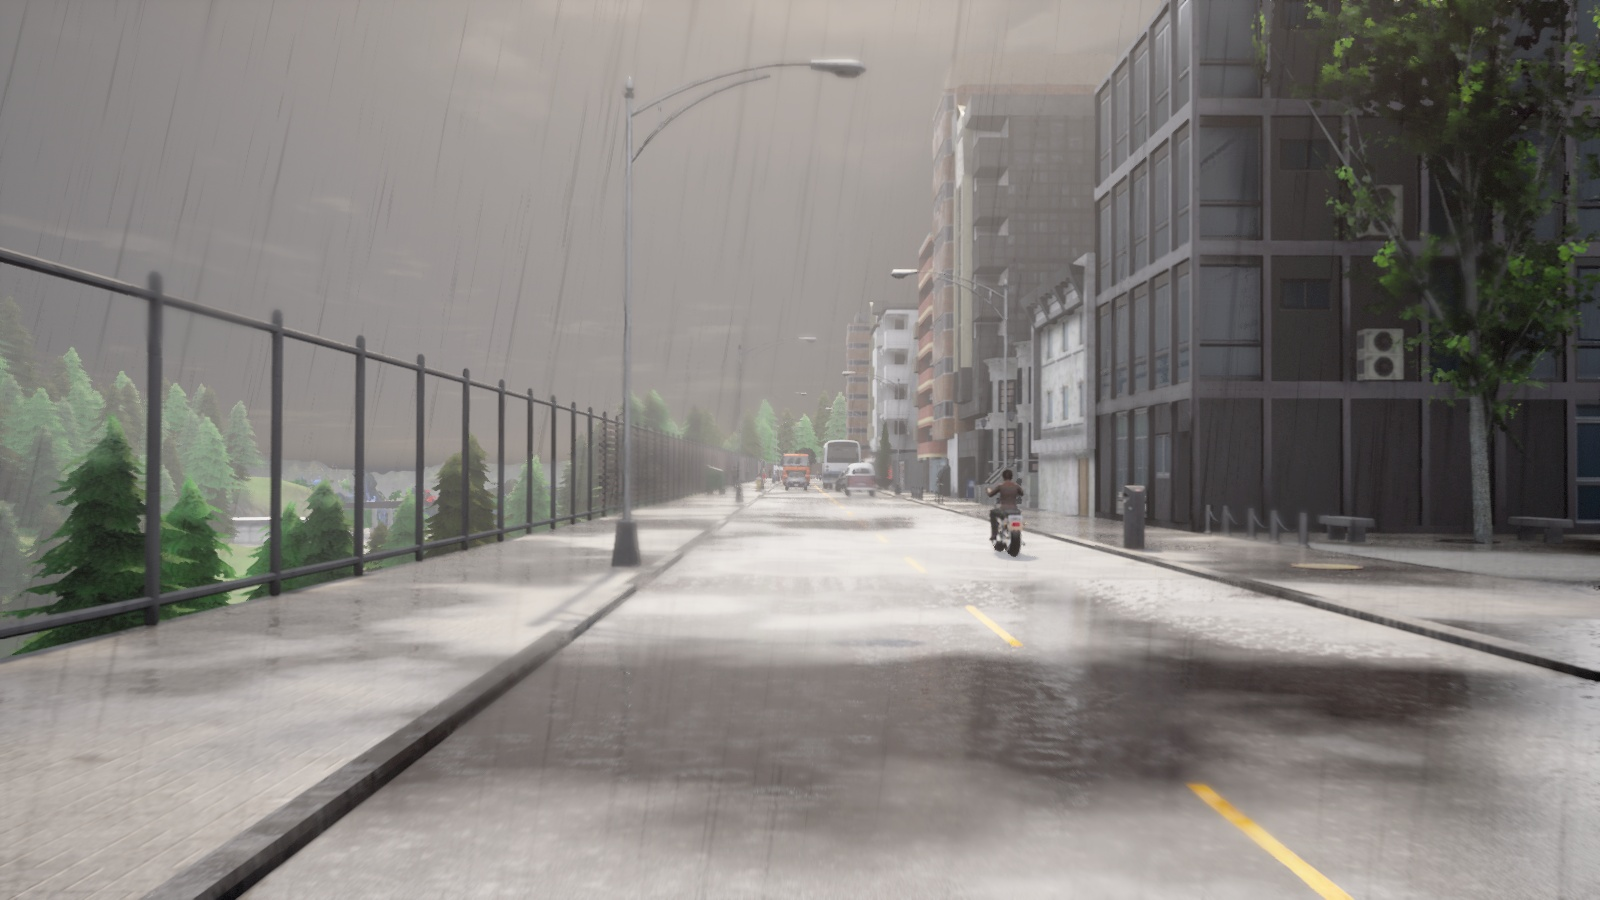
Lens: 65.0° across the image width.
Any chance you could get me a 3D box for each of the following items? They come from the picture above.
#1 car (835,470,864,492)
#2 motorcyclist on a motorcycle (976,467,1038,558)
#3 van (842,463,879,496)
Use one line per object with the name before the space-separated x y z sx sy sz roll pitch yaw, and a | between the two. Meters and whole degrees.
car | 3.734 2.324 95.256 2.033 1.649 4.856 0 -1 0
motorcyclist on a motorcycle | 3.932 1.151 24.017 0.766 1.649 2.350 0 -1 0
van | 3.779 1.839 78.605 2.069 2.038 4.480 0 -1 0
